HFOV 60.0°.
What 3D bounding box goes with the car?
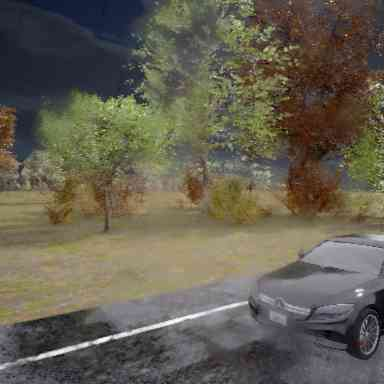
[{"bbox_3d":[3.126,1.545,6.094,4.674,1.442,1.812,0,0,-35],"label":"car"}]
